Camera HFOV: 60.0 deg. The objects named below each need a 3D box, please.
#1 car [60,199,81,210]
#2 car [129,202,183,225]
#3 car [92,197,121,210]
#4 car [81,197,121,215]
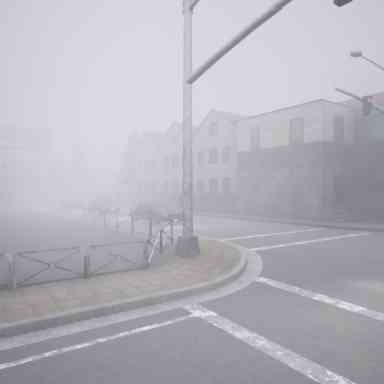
[{"bbox_3d":[-14.103,1.425,39.278,1.895,1.301,4.718,0,0,-35],"label":"car"},{"bbox_3d":[-2.538,1.371,22.887,2.033,1.411,5.357,0,0,-35],"label":"car"},{"bbox_3d":[-10.471,1.328,40.464,1.837,1.490,4.892,0,0,-35],"label":"car"},{"bbox_3d":[-8.283,1.315,31.006,2.128,1.511,4.902,0,0,-35],"label":"car"}]
